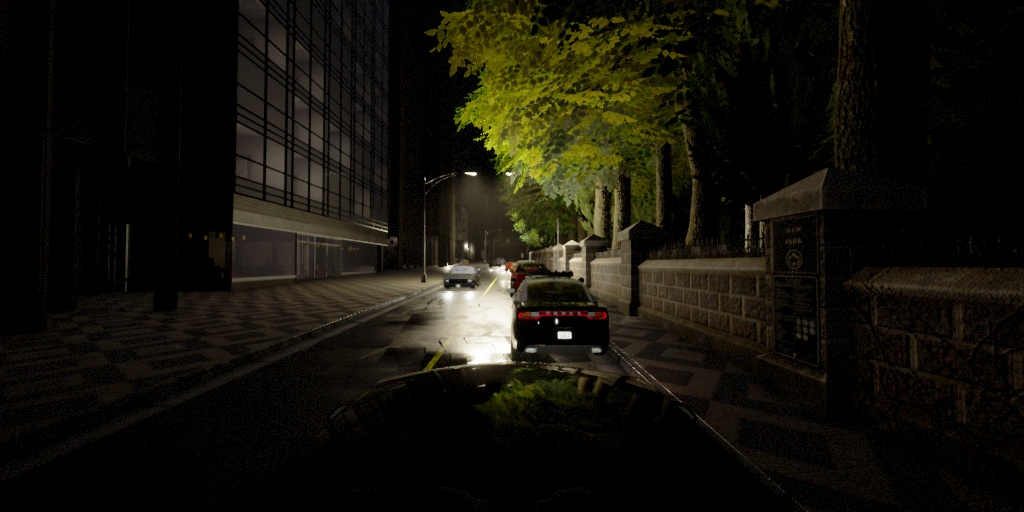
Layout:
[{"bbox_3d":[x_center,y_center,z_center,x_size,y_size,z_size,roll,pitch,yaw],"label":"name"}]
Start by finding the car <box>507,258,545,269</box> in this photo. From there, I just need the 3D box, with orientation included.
[{"bbox_3d":[0.958,1.104,18.680,2.097,1.767,4.553,0,0,0],"label":"car"}]

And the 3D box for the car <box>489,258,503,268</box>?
[{"bbox_3d":[-2.875,1.280,60.177,2.128,1.511,4.902,0,0,0],"label":"car"}]

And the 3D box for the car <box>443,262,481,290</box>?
[{"bbox_3d":[-3.025,1.301,22.880,2.033,1.411,5.357,0,0,0],"label":"car"}]

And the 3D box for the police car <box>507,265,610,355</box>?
[{"bbox_3d":[0.924,1.177,8.817,1.930,1.638,5.238,0,0,0],"label":"police car"}]

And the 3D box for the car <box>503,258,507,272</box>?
[{"bbox_3d":[0.208,1.124,47.423,2.097,1.767,4.553,0,0,1],"label":"car"}]
